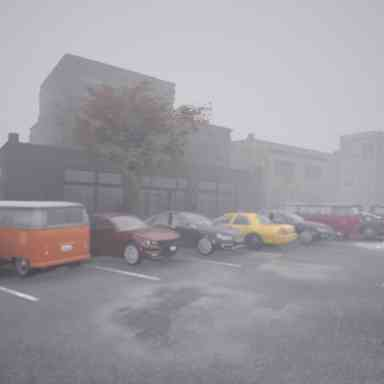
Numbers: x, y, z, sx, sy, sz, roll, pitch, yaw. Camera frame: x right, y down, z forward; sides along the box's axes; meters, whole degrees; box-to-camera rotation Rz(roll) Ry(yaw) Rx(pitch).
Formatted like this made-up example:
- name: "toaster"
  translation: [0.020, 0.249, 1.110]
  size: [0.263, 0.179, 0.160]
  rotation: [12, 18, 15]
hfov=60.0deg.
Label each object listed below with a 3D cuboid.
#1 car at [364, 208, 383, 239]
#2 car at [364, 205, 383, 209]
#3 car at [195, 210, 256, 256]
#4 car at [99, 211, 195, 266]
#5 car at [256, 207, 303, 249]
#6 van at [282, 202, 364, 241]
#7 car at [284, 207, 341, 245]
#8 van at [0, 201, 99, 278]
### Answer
- name: "car"
  translation: [9.300, 1.920, 20.151]
  size: [4.892, 1.521, 2.231]
  rotation: [0, -2, 35]
- name: "car"
  translation: [14.120, 1.978, 23.526]
  size: [5.566, 2.045, 2.435]
  rotation: [0, -3, 35]
- name: "car"
  translation: [-0.251, 1.546, 13.413]
  size: [4.892, 1.521, 2.231]
  rotation: [-1, -1, 35]
- name: "car"
  translation: [-2.638, 1.502, 11.719]
  size: [5.008, 1.535, 2.097]
  rotation: [-1, -1, 35]
- name: "car"
  translation: [1.981, 1.607, 15.200]
  size: [5.366, 1.575, 1.946]
  rotation: [0, -2, 35]
- name: "van"
  translation: [6.819, 1.571, 18.547]
  size: [4.442, 1.987, 1.878]
  rotation: [0, -2, 35]
- name: "car"
  translation: [4.519, 1.694, 16.795]
  size: [4.892, 1.521, 2.231]
  rotation: [0, -2, 35]
- name: "van"
  translation: [-5.119, 1.254, 10.083]
  size: [4.442, 1.987, 1.878]
  rotation: [-1, -1, 35]
